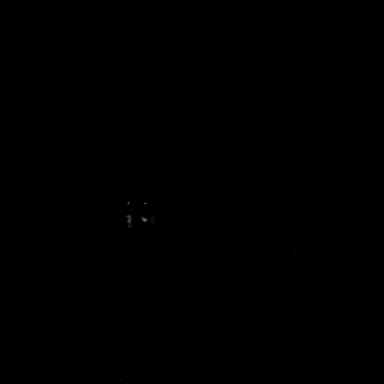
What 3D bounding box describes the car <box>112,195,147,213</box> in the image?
[{"bbox_3d":[-6.267,1.134,33.352,2.097,1.767,4.553,1,0,-35],"label":"car"}]
